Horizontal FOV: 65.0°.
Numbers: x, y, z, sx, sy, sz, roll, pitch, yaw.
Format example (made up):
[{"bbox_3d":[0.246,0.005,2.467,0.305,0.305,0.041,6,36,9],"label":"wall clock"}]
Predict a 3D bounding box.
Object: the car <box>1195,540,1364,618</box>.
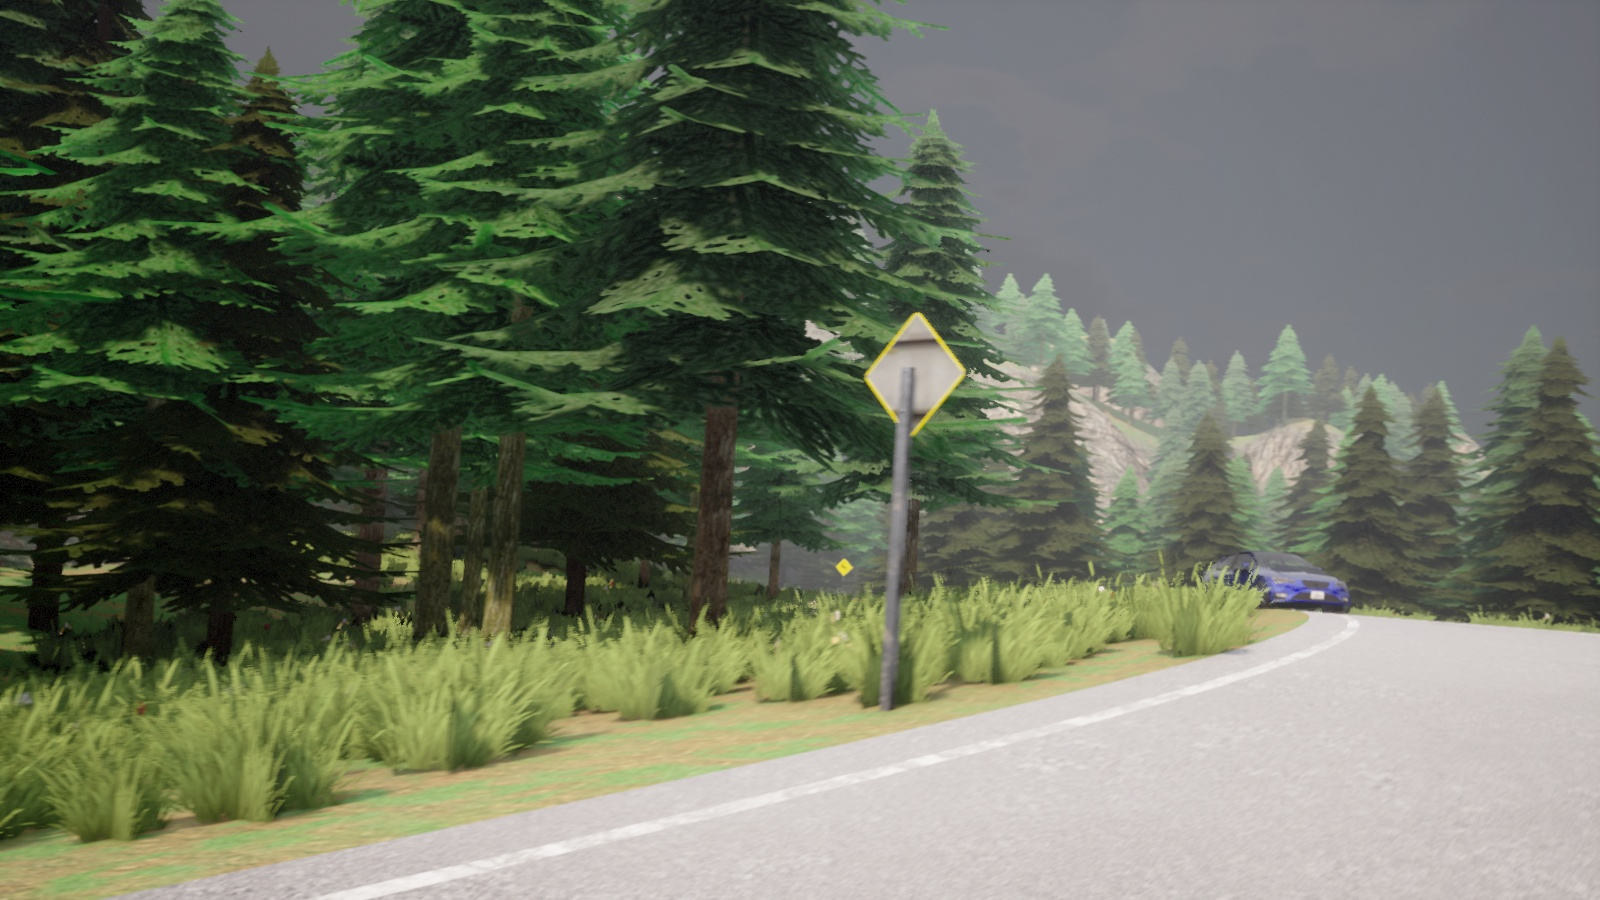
[{"bbox_3d":[10.461,2.910,27.717,1.816,1.474,4.193,4,-8,-5],"label":"car"}]
